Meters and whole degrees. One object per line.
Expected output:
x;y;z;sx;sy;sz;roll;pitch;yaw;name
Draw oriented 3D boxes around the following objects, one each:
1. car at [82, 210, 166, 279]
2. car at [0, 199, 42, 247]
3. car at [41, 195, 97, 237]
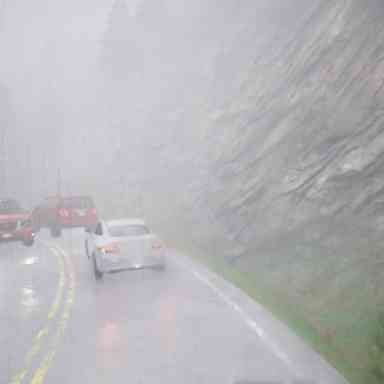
-2.102;1.468;9.920;1.812;1.442;4.674;-2;1;-21;car
-8.672;1.350;14.792;2.150;2.045;5.566;-3;1;-38;car
-7.131;1.202;18.318;2.150;2.045;5.566;-4;2;-41;car
